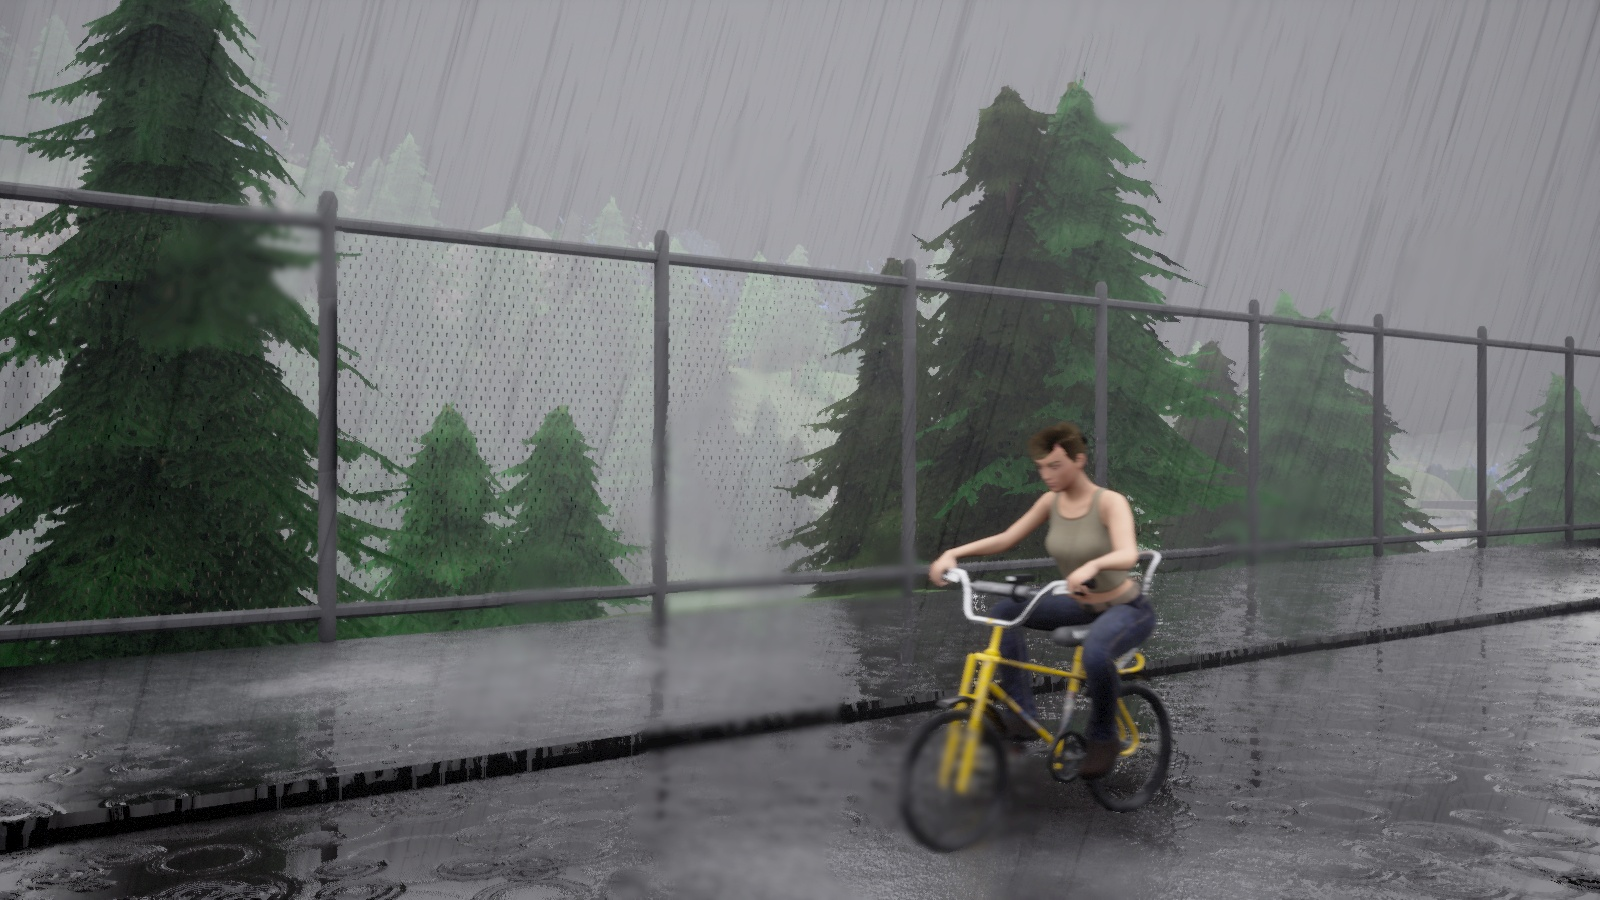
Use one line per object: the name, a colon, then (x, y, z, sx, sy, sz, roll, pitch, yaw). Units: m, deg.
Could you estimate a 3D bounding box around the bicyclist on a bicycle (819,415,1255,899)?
bicyclist on a bicycle: (0.942, 0.691, 4.922, 1.509, 1.612, 0.866, 0, 0, -35)
